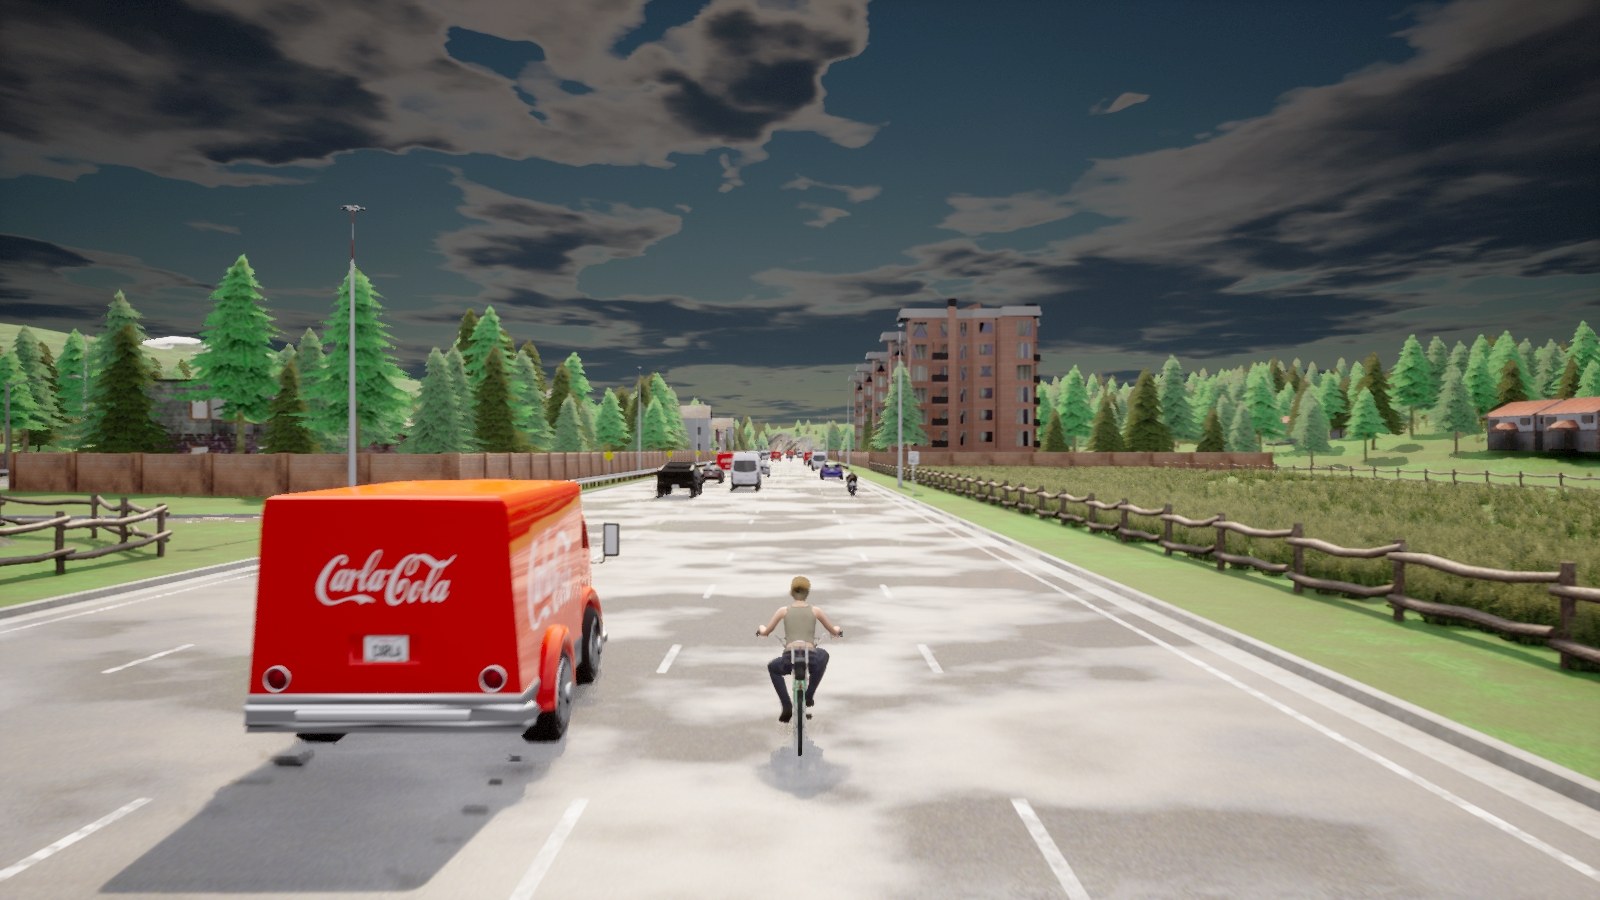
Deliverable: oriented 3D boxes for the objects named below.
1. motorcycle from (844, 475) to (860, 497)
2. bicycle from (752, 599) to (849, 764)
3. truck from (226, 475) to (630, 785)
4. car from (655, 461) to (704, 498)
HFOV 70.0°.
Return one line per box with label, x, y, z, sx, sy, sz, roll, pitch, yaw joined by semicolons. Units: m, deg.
motorcycle;3.211;2.205;70.509;0.867;1.251;2.209;0;0;0
bicycle;-0.001;2.158;10.918;0.859;1.276;1.487;0;0;0
truck;-3.511;1.570;12.202;2.627;2.467;5.204;0;0;0
car;-7.282;1.754;69.644;2.390;2.098;6.274;0;0;0
